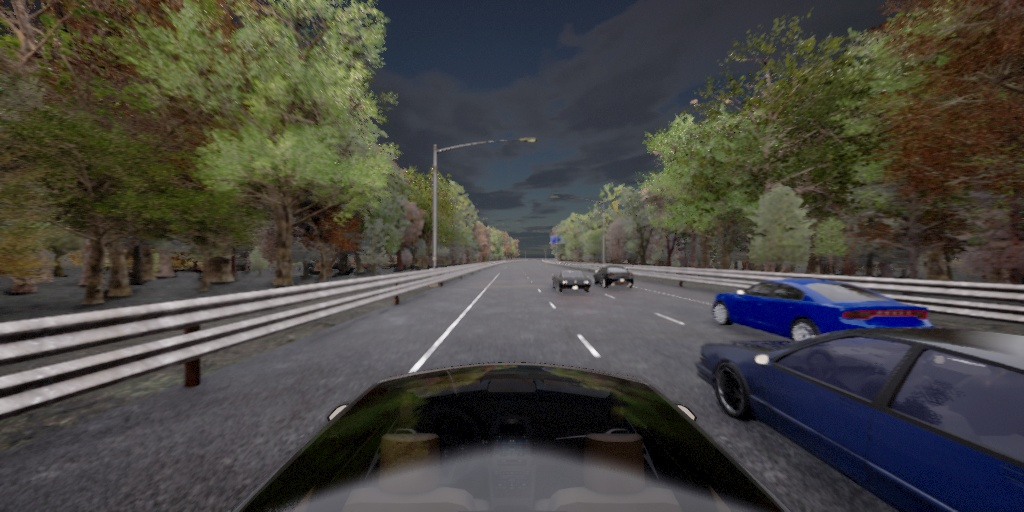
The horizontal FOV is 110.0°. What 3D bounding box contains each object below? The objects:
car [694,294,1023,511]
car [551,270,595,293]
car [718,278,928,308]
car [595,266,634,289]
[{"bbox_3d":[3.600,1.308,2.819,2.033,1.411,5.357,0,0,0],"label":"car"},{"bbox_3d":[3.595,1.537,22.564,1.895,1.301,4.718,0,-1,0],"label":"car"},{"bbox_3d":[7.099,1.293,9.021,1.882,1.535,5.008,0,-1,0],"label":"car"},{"bbox_3d":[7.093,1.441,25.577,1.882,1.535,5.008,0,-1,0],"label":"car"}]
